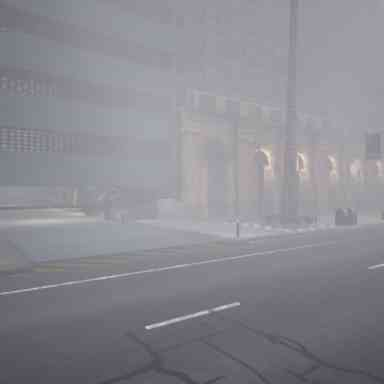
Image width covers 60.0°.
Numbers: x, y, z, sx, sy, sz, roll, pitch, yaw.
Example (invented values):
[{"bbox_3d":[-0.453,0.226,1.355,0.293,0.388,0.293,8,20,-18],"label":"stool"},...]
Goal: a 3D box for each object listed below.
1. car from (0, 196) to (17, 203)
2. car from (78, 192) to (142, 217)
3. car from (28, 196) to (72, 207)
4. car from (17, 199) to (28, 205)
[{"bbox_3d":[-37.588,1.539,68.276,5.357,1.411,2.033,0,0,-35],"label":"car"},{"bbox_3d":[-7.097,1.027,29.324,5.566,2.045,2.435,0,0,-36],"label":"car"},{"bbox_3d":[-18.528,1.462,43.891,4.718,1.301,1.895,0,0,-36],"label":"car"},{"bbox_3d":[-24.934,1.412,53.572,4.786,1.482,2.161,0,0,-36],"label":"car"}]
